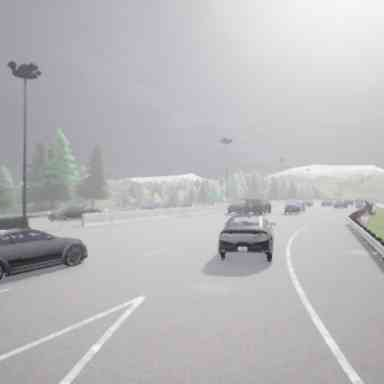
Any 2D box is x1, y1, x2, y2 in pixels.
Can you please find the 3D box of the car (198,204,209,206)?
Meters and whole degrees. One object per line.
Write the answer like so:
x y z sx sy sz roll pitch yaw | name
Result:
2.699 2.712 66.842 2.128 1.511 4.902 -2 -1 30 | car

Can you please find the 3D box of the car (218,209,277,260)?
2.227 1.632 12.989 2.128 1.511 4.902 -2 -1 14 | car

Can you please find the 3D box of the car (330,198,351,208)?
25.702 2.067 57.477 2.033 1.411 5.357 -2 -1 30 | car

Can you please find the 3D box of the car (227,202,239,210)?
6.377 2.187 44.981 1.837 1.490 4.892 -2 -2 30 | car

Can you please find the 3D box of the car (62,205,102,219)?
-14.483 2.608 44.173 2.128 1.511 4.902 -2 -1 30 | car

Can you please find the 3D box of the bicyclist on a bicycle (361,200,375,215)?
18.828 1.698 35.870 1.656 1.620 0.582 0 0 23 | bicyclist on a bicycle

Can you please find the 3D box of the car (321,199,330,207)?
27.902 2.235 68.477 2.033 1.411 5.357 -2 -1 30 | car

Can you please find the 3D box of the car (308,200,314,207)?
23.621 2.304 68.062 2.128 1.511 4.902 -2 -1 30 | car

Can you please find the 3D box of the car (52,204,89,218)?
-16.984 2.576 46.839 2.097 1.767 4.553 -2 -1 30 | car

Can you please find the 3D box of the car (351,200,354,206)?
32.390 2.113 69.254 1.837 1.490 4.892 -2 -1 30 | car

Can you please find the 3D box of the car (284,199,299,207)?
21.216 2.366 70.895 1.882 1.535 5.008 -2 -1 30 | car

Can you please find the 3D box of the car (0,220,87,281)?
-5.379 1.830 10.446 1.994 1.385 4.181 -2 -1 30 | car

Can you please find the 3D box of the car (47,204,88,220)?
-14.079 2.333 37.865 2.097 1.767 4.553 -2 -1 30 | car

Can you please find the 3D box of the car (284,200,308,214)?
13.187 2.017 42.788 1.812 1.442 4.674 -2 -1 30 | car

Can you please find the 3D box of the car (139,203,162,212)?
-7.831 2.874 62.588 1.812 1.442 4.674 -2 -2 30 | car

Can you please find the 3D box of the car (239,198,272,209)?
8.170 1.787 41.095 2.150 2.045 5.566 -2 -1 30 | car

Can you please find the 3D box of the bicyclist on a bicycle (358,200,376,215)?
19.324 1.702 36.730 0.582 1.620 1.656 3 -2 -39 | bicyclist on a bicycle

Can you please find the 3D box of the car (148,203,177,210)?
-4.468 2.588 54.513 1.882 1.535 5.008 -2 -2 30 | car
